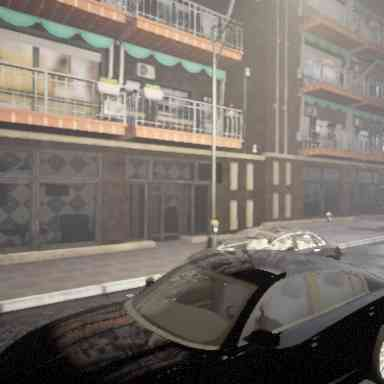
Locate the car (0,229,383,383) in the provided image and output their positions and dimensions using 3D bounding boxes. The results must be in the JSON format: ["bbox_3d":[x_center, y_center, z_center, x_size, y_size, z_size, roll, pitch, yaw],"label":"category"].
[{"bbox_3d":[0.572,1.465,3.748,5.008,1.535,1.882,0,0,-35],"label":"car"}]

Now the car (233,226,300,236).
[{"bbox_3d":[1.740,1.521,7.789,4.403,1.369,2.008,0,1,-35],"label":"car"}]
